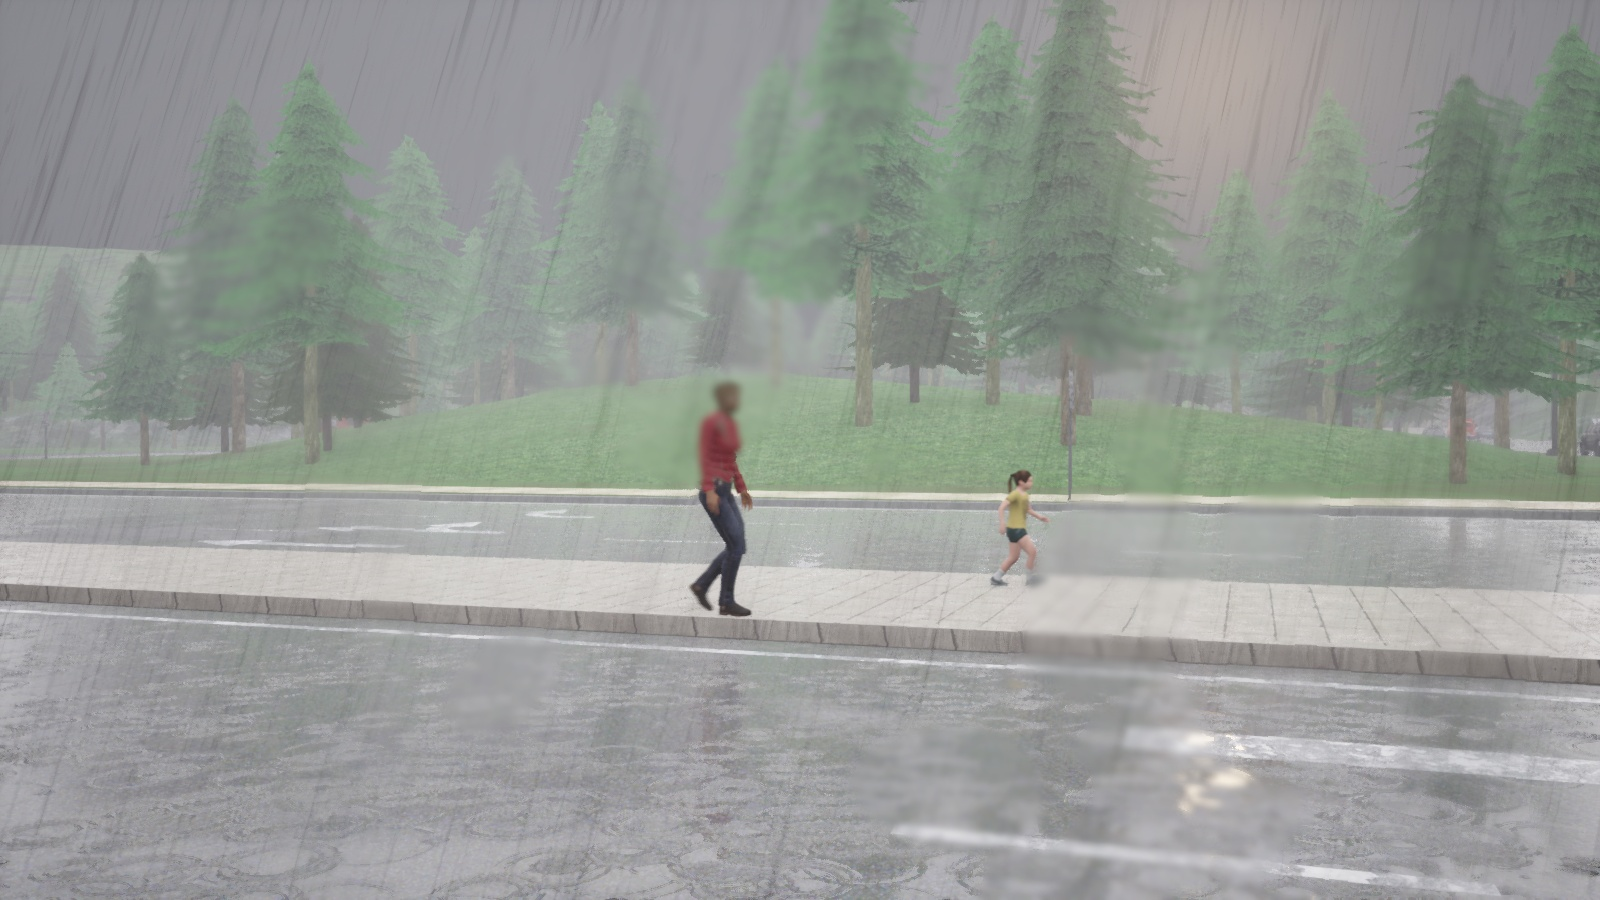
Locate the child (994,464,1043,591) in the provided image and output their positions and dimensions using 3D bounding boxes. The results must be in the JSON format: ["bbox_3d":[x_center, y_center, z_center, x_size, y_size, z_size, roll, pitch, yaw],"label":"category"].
[{"bbox_3d":[1.964,0.690,11.270,0.394,1.110,0.255,1,1,17],"label":"child"}]

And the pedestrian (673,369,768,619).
[{"bbox_3d":[-0.605,0.321,9.525,0.636,1.846,0.331,1,1,19],"label":"pedestrian"}]

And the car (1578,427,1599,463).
[{"bbox_3d":[43.041,-0.263,66.670,1.932,1.855,4.605,1,1,19],"label":"car"}]
